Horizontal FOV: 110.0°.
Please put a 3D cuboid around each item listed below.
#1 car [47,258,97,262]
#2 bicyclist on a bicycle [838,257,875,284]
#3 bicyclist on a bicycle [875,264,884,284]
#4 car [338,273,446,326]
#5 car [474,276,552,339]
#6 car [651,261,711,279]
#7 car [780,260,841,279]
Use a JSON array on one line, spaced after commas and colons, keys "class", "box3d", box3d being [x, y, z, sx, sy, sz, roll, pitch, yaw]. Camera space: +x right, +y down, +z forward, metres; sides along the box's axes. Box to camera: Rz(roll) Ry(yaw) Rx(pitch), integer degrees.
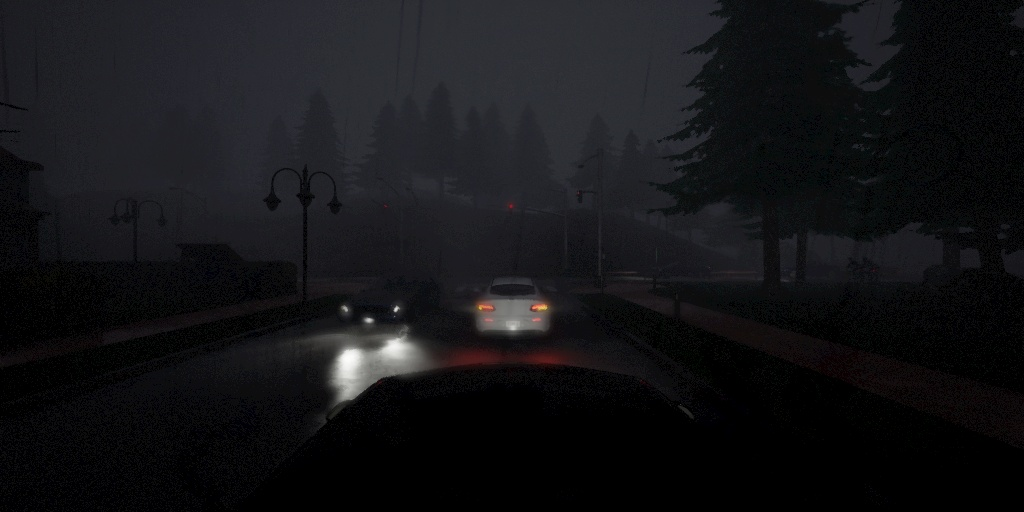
[{"class": "car", "box3d": [-31.026, 0.940, 25.864, 4.553, 1.767, 2.097, 0, 0, 0]}, {"class": "bicyclist on a bicycle", "box3d": [21.134, 0.891, 22.213, 0.582, 1.620, 1.656, 0, 0, -16]}, {"class": "bicyclist on a bicycle", "box3d": [21.781, 0.893, 21.954, 0.582, 1.620, 1.656, 0, 0, -14]}, {"class": "car", "box3d": [-3.591, 1.297, 11.964, 2.033, 1.411, 5.357, 0, 0, 3]}, {"class": "car", "box3d": [0.023, 1.276, 9.935, 1.812, 1.442, 4.674, 0, 0, 0]}, {"class": "car", "box3d": [14.065, 1.113, 29.864, 4.674, 1.442, 1.812, 0, 0, -1]}, {"class": "car", "box3d": [24.386, 1.065, 29.900, 5.008, 1.535, 1.882, 0, 0, 0]}]
